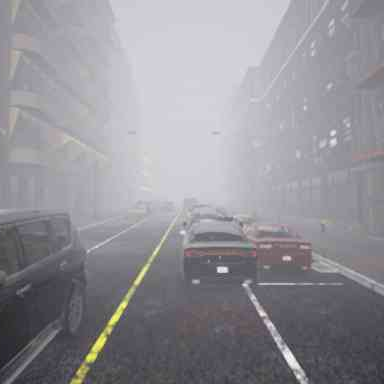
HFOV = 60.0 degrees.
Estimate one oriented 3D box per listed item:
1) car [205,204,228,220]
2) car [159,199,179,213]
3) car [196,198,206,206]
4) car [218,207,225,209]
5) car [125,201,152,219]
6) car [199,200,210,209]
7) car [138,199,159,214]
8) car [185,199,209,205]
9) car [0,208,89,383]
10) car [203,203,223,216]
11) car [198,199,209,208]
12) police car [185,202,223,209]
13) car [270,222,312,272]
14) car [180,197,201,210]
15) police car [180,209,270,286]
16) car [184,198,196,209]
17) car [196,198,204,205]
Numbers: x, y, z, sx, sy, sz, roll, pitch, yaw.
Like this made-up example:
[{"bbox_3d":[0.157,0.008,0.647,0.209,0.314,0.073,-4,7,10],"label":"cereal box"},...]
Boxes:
[{"bbox_3d":[2.406,1.918,33.237,1.887,1.381,4.507,1,-1,0],"label":"car"},{"bbox_3d":[-3.083,2.012,44.203,1.837,1.490,4.892,0,-1,0],"label":"car"},{"bbox_3d":[2.133,2.268,77.483,2.192,1.841,5.009,1,-1,0],"label":"car"},{"bbox_3d":[2.497,1.707,16.818,1.752,1.417,4.829,1,-1,0],"label":"car"},{"bbox_3d":[-5.473,1.899,33.087,1.752,1.417,4.829,2,-1,0],"label":"car"},{"bbox_3d":[2.254,2.268,60.888,1.887,1.381,4.507,1,-1,0],"label":"car"},{"bbox_3d":[-5.499,1.757,38.791,2.192,1.841,5.009,2,-1,0],"label":"car"},{"bbox_3d":[0.687,1.636,25.749,2.097,1.767,4.553,0,-1,0],"label":"car"},{"bbox_3d":[-2.865,1.262,3.701,2.150,2.045,5.566,0,-1,0],"label":"car"},{"bbox_3d":[2.375,1.991,38.768,2.008,1.369,4.403,1,-1,0],"label":"car"},{"bbox_3d":[2.233,2.239,66.421,1.967,1.590,4.097,1,-1,0],"label":"car"},{"bbox_3d":[0.720,1.642,19.886,1.930,1.638,5.238,0,-1,0],"label":"police car"},{"bbox_3d":[2.527,1.664,11.116,1.887,1.381,4.507,1,-1,0],"label":"car"},{"bbox_3d":[-0.245,1.762,46.830,2.150,2.045,5.566,0,-1,0],"label":"car"},{"bbox_3d":[0.663,1.531,9.884,1.930,1.638,5.238,0,-1,0],"label":"police car"},{"bbox_3d":[-0.332,2.082,61.285,2.097,1.767,4.553,0,-1,0],"label":"car"},{"bbox_3d":[2.069,2.554,88.543,1.967,1.590,4.097,1,-1,0],"label":"car"}]
